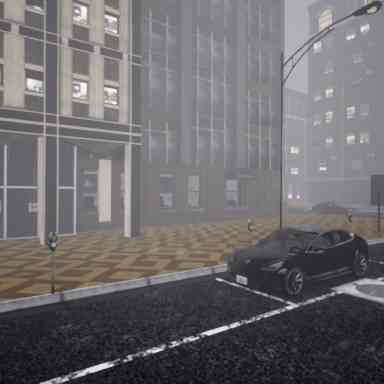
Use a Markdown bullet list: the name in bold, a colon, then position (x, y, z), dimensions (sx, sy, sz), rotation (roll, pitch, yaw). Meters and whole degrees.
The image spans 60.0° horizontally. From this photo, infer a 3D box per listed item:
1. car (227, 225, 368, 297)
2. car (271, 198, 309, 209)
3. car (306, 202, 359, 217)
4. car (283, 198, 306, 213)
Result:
- **car**: position (2.871, 1.565, 8.609), dimensions (4.313, 1.339, 1.947), rotation (0, 0, -36)
- **car**: position (13.044, 1.492, 44.501), dimensions (1.752, 1.417, 4.829), rotation (0, 0, -36)
- **car**: position (12.941, 1.528, 30.275), dimensions (1.802, 1.307, 4.206), rotation (0, 0, -36)
- **car**: position (9.738, 1.461, 34.737), dimensions (1.752, 1.417, 4.829), rotation (0, 0, -36)
